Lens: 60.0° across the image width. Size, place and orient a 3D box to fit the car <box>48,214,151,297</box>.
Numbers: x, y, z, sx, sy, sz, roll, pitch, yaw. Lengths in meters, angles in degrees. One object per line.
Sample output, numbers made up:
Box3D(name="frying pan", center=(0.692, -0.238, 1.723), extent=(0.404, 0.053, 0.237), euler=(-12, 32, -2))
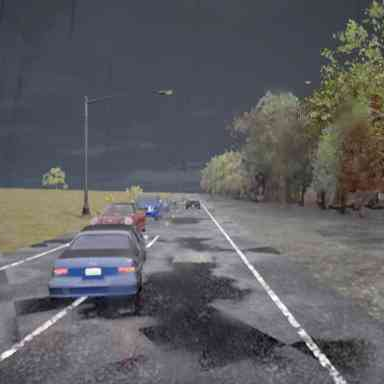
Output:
Box3D(name="car", center=(-2.179, 1.547, 8.755), extent=(2.033, 1.411, 5.357), euler=(0, 0, -7))

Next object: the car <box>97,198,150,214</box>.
Box3D(name="car", center=(-3.656, 1.351, 17.058), extent=(2.097, 1.767, 4.553), euler=(0, 0, 1))

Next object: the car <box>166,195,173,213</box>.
Box3D(name="car", center=(-3.562, 1.345, 37.002), extent=(2.097, 1.767, 4.553), euler=(0, 0, 0))

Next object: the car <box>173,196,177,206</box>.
Box3D(name="car", center=(-3.538, 1.335, 53.654), extent=(2.097, 1.767, 4.553), euler=(0, 0, 0))

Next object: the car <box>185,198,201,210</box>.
Box3D(name="car", center=(0.121, 1.494, 43.683), extent=(1.837, 1.490, 4.892), euler=(0, 0, 0))

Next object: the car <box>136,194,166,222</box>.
Box3D(name="car", center=(-3.581, 1.218, 26.894), extent=(2.150, 2.045, 5.566), euler=(0, 0, -1))
